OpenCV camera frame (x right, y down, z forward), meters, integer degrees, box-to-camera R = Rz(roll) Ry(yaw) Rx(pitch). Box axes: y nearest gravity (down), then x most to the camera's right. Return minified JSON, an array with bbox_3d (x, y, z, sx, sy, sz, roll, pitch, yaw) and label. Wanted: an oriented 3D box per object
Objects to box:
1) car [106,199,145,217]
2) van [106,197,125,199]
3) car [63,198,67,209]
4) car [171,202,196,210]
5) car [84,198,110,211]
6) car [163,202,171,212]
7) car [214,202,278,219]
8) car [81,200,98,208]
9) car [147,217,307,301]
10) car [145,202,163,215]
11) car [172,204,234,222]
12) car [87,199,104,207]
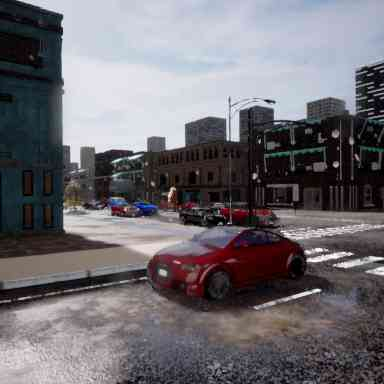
[{"bbox_3d":[-7.243,1.846,35.953,1.967,1.590,4.097,-1,0,-35],"label":"car"},{"bbox_3d":[-13.241,1.907,58.857,1.690,1.788,3.998,-1,0,-35],"label":"van"},{"bbox_3d":[-23.174,2.233,58.374,1.752,1.417,4.829,-1,0,-35],"label":"car"},{"bbox_3d":[-0.410,1.904,40.811,1.802,1.307,4.206,-2,0,-35],"label":"car"},{"bbox_3d":[-15.121,2.064,51.659,2.128,1.511,4.902,-1,0,-35],"label":"car"},{"bbox_3d":[-3.615,1.966,45.322,1.802,1.307,4.206,-2,0,-35],"label":"car"},{"bbox_3d":[4.098,1.550,24.547,2.097,1.767,4.553,-1,0,-36],"label":"car"},{"bbox_3d":[-19.500,2.194,63.230,1.812,1.442,4.674,-1,0,-35],"label":"car"},{"bbox_3d":[0.990,1.563,8.370,4.181,1.385,1.994,0,0,-36],"label":"car"},{"bbox_3d":[-5.710,1.869,38.292,1.882,1.535,5.008,-1,-1,-35],"label":"car"},{"bbox_3d":[0.700,1.814,24.573,1.947,1.339,4.313,-1,0,-35],"label":"car"},{"bbox_3d":[-19.650,2.227,67.880,1.887,1.381,4.507,-1,0,-35],"label":"car"}]
